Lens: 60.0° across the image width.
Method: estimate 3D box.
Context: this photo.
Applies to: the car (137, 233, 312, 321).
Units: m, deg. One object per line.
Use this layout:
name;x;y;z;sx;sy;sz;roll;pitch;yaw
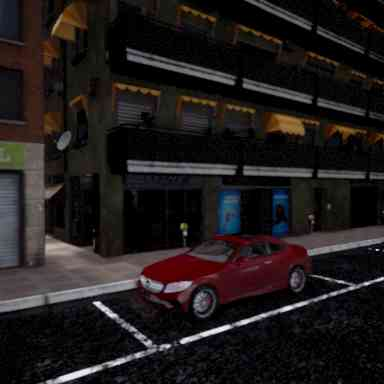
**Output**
car;0.890;1.581;7.205;4.206;1.307;1.802;0;0;-36
